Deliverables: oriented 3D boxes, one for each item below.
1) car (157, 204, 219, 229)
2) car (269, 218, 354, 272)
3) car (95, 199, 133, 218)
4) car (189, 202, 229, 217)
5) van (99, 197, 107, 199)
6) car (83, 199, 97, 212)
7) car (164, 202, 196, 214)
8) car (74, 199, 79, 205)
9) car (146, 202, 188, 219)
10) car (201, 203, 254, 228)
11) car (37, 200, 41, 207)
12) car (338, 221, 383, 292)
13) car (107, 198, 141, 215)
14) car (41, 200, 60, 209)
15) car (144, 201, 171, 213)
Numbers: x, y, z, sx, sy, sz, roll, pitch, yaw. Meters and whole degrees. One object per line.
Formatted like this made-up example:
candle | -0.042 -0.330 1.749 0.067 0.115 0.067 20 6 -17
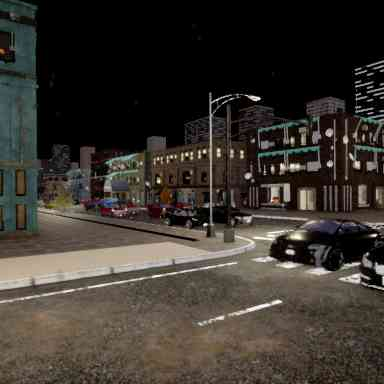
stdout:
car | -0.377 1.815 23.783 1.947 1.339 4.313 -1 0 -35
car | 4.484 1.564 10.856 4.181 1.385 1.994 0 0 -35
car | -8.304 1.846 35.175 1.967 1.590 4.097 -1 0 -35
car | 1.736 1.810 35.506 2.008 1.369 4.403 -2 0 -35
van | -14.270 1.907 58.087 1.690 1.788 3.998 -1 0 -35
car | -13.804 2.074 47.506 2.033 1.411 5.357 -1 0 -35
car | -1.464 1.904 40.023 1.802 1.307 4.206 -2 0 -35
car | -27.066 2.364 76.152 1.947 1.339 4.313 -1 0 -35
car | -2.662 1.875 31.719 1.994 1.385 4.181 -1 0 -35
car | 2.451 1.735 24.506 1.812 1.442 4.674 -1 0 -37
car | -30.703 2.376 66.790 2.008 1.369 4.403 -1 0 -35
car | 5.880 1.490 7.861 4.902 1.511 2.128 0 0 -35
car | -7.821 1.764 39.002 2.097 1.767 4.553 -1 0 -35
car | -24.204 2.233 57.618 1.752 1.417 4.829 -1 0 -35
car | -4.663 1.966 44.539 1.802 1.307 4.206 -1 0 -35
